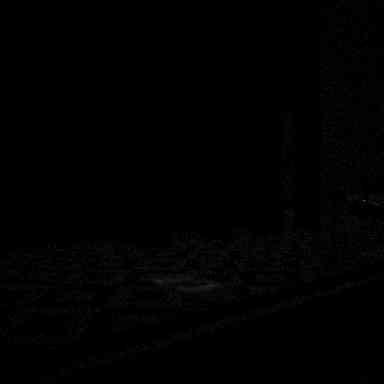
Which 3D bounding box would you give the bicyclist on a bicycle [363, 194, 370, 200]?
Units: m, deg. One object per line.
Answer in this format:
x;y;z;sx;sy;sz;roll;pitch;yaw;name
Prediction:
20.869;1.027;39.644;1.656;1.620;0.582;0;1;-36;bicyclist on a bicycle

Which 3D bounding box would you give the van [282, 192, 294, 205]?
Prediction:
12.282;0.928;46.588;1.690;1.788;3.998;1;0;-36;van

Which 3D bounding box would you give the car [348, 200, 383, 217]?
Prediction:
14.846;1.365;28.314;2.008;1.369;4.403;1;0;-36;car
